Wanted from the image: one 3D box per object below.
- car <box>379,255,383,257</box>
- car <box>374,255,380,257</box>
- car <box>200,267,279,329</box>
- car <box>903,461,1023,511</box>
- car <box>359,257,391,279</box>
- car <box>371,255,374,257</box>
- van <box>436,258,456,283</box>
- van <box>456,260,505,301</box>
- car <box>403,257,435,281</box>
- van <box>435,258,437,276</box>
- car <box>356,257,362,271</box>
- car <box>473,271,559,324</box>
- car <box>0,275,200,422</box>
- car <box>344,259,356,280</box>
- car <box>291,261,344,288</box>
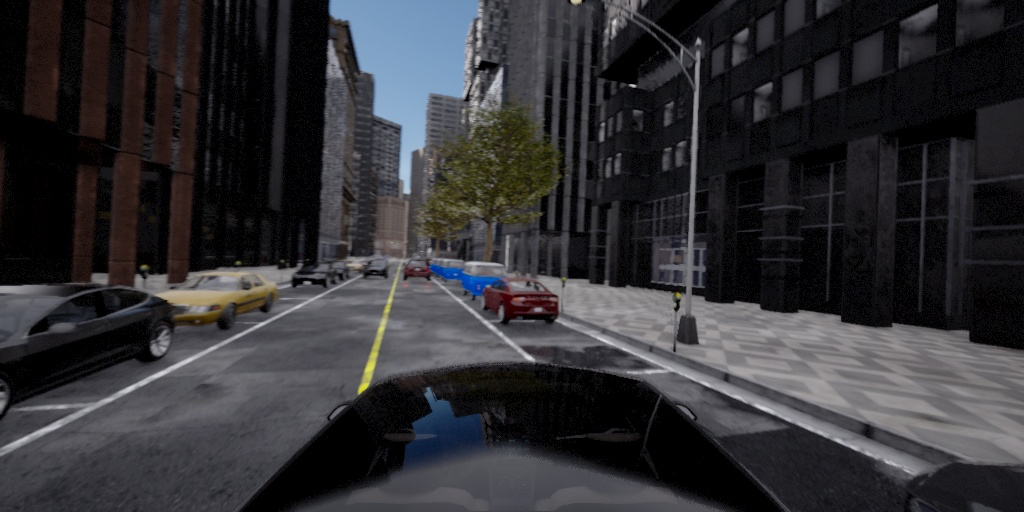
[{"bbox_3d":[-22.710,0.931,58.420,2.007,1.370,4.403,0,0,-17],"label":"car"},{"bbox_3d":[-21.082,0.942,53.042,2.007,1.370,4.403,0,0,-17],"label":"car"},{"bbox_3d":[-8.010,1.015,9.857,1.751,1.417,4.829,0,0,-17],"label":"car"},{"bbox_3d":[3.436,1.406,0.132,1.812,1.442,4.674,3,-1,-17],"label":"car"},{"bbox_3d":[-11.158,1.070,29.696,1.837,1.490,4.892,3,-1,-16],"label":"car"},{"bbox_3d":[-17.827,0.853,42.287,1.967,1.591,4.097,0,0,-17],"label":"car"},{"bbox_3d":[-4.794,1.167,28.628,1.690,1.789,3.998,0,0,-17],"label":"van"},{"bbox_3d":[-1.538,1.193,17.874,1.690,1.789,3.998,0,0,-17],"label":"van"},{"bbox_3d":[-7.954,1.055,29.968,2.097,1.767,4.553,3,-1,-17],"label":"car"},{"bbox_3d":[-6.421,1.154,34.006,1.690,1.789,3.998,0,0,-17],"label":"van"},{"bbox_3d":[-16.149,0.951,36.746,1.751,1.417,4.829,0,0,-17],"label":"car"},{"bbox_3d":[0.089,1.411,12.496,1.888,1.381,4.507,0,0,-17],"label":"car"},{"bbox_3d":[-6.432,1.070,4.642,1.948,1.339,4.313,0,0,-17],"label":"car"},{"bbox_3d":[-12.943,1.016,26.153,1.948,1.339,4.313,0,0,-17],"label":"car"},{"bbox_3d":[-11.315,1.029,20.776,1.948,1.339,4.313,0,0,-17],"label":"car"}]
